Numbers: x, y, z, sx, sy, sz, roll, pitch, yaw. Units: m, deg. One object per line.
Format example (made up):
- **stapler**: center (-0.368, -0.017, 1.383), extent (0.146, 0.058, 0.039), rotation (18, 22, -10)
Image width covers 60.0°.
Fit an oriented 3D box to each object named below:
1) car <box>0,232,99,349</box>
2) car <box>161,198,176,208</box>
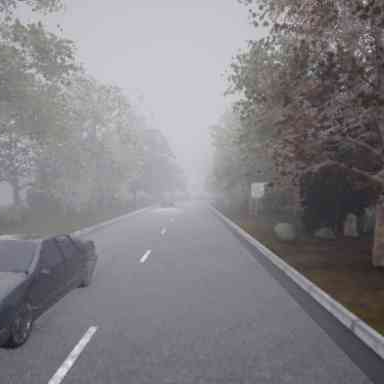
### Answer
- **car**: center (-3.347, 1.543, 6.495), extent (2.033, 1.411, 5.357), rotation (0, 0, 0)
- **car**: center (-3.306, 1.533, 47.106), extent (1.895, 1.301, 4.718), rotation (0, 0, 0)
